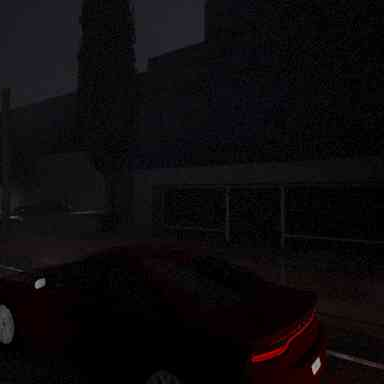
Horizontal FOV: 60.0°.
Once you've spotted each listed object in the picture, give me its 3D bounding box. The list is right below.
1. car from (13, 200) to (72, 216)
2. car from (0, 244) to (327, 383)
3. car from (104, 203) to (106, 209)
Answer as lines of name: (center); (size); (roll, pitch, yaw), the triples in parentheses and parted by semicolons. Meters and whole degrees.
car: (-14.685, 1.551, 32.987); (2.033, 1.411, 5.357); (0, 0, 36)
car: (-0.844, 1.478, 4.589); (5.008, 1.535, 1.882); (0, 0, 35)
car: (-8.692, 1.494, 41.353); (2.128, 1.511, 4.902); (0, 0, 36)
